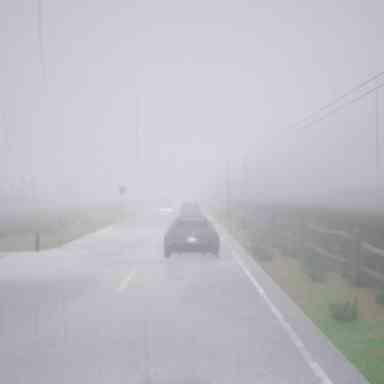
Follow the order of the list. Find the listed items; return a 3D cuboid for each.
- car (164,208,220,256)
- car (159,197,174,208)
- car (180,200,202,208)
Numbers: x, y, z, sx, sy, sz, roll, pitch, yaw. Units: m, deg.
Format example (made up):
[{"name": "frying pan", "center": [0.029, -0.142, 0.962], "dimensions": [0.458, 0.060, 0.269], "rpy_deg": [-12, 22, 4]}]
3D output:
[{"name": "car", "center": [-0.008, 1.546, 12.999], "dimensions": [1.994, 1.385, 4.181], "rpy_deg": [0, 0, 0]}, {"name": "car", "center": [-3.594, 1.429, 46.987], "dimensions": [2.128, 1.511, 4.902], "rpy_deg": [0, 0, 0]}, {"name": "car", "center": [-0.114, 1.448, 30.636], "dimensions": [2.128, 1.511, 4.902], "rpy_deg": [0, 0, 0]}]
